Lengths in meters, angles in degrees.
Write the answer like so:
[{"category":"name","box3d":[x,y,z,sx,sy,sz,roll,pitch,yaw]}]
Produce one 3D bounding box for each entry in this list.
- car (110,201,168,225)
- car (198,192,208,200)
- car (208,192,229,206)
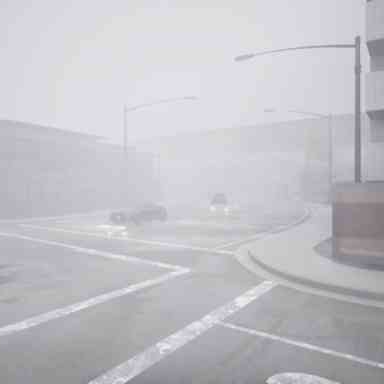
[{"category":"car","box3d":[-3.449,1.326,22.092,1.994,1.385,4.181,0,1,32]},{"category":"car","box3d":[2.563,0.667,56.817,2.033,1.411,5.357,0,0,-15]},{"category":"car","box3d":[3.273,0.830,39.250,1.837,1.490,4.892,1,1,8]}]
